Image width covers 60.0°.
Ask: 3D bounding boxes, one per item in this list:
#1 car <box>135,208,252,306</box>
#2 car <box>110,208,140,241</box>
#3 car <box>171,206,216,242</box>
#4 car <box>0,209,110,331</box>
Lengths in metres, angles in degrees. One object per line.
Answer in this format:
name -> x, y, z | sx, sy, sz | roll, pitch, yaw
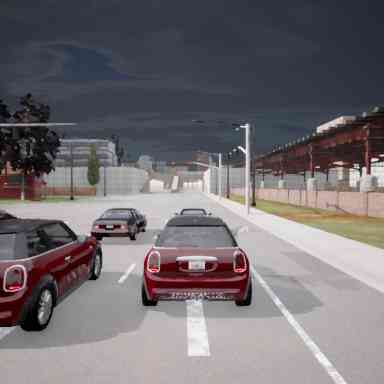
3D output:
car -> 0.085, 1.337, 8.159 | 2.097, 1.767, 4.553 | 0, 0, 0
car -> -3.431, 1.488, 16.420 | 2.033, 1.411, 5.357 | 0, 0, 0
car -> 0.070, 1.506, 16.719 | 1.994, 1.385, 4.181 | 0, 0, 0
car -> -3.410, 1.341, 6.997 | 2.097, 1.767, 4.553 | 0, 0, 0
